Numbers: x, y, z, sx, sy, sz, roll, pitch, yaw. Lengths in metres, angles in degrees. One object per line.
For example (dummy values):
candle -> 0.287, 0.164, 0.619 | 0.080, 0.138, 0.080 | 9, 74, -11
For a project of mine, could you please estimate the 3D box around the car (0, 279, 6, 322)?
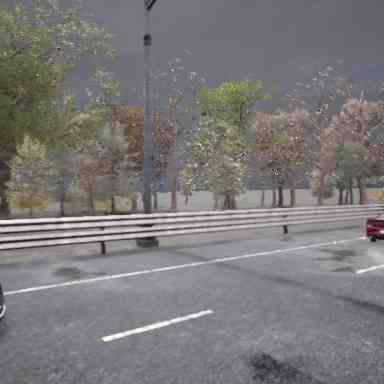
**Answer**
car -> -5.212, 1.502, 4.326 | 4.892, 1.490, 1.837 | 0, 0, -36

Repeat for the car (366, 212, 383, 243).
car -> 9.879, 1.496, 15.102 | 5.008, 1.535, 1.882 | 0, 0, -36
